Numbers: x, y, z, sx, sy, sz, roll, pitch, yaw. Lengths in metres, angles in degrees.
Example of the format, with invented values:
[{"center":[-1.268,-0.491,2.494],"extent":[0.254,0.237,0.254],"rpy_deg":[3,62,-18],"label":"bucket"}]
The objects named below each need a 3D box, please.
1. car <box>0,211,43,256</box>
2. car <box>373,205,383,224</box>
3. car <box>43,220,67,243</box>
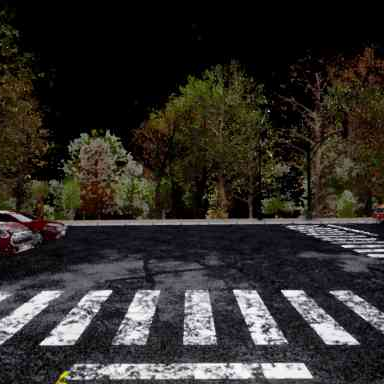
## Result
[{"center":[-7.996,1.354,11.542],"extent":[4.553,1.767,2.097],"rpy_deg":[-1,-1,1],"label":"car"},{"center":[14.631,1.127,21.171],"extent":[5.566,2.045,2.150],"rpy_deg":[-1,-1,1],"label":"car"},{"center":[-8.035,1.572,14.790],"extent":[4.674,1.442,1.812],"rpy_deg":[-1,-1,1],"label":"car"}]
